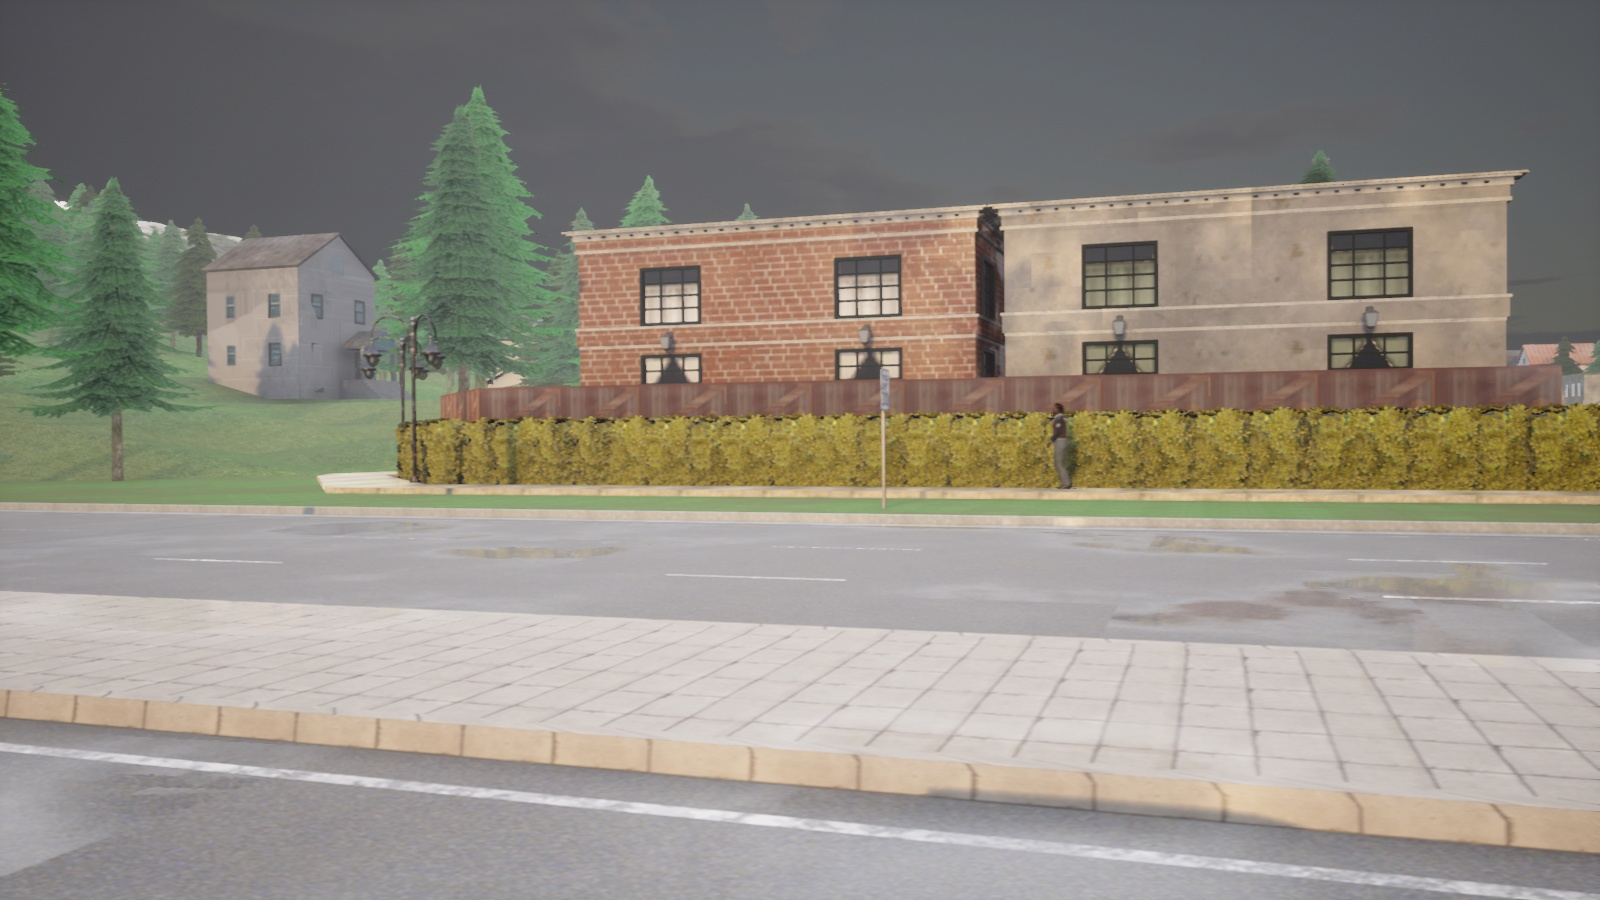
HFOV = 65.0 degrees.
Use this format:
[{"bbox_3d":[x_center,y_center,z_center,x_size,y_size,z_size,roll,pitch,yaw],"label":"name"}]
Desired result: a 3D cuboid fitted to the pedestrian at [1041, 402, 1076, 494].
[{"bbox_3d":[5.461,-0.048,26.514,0.666,1.930,0.402,0,1,19],"label":"pedestrian"}]
